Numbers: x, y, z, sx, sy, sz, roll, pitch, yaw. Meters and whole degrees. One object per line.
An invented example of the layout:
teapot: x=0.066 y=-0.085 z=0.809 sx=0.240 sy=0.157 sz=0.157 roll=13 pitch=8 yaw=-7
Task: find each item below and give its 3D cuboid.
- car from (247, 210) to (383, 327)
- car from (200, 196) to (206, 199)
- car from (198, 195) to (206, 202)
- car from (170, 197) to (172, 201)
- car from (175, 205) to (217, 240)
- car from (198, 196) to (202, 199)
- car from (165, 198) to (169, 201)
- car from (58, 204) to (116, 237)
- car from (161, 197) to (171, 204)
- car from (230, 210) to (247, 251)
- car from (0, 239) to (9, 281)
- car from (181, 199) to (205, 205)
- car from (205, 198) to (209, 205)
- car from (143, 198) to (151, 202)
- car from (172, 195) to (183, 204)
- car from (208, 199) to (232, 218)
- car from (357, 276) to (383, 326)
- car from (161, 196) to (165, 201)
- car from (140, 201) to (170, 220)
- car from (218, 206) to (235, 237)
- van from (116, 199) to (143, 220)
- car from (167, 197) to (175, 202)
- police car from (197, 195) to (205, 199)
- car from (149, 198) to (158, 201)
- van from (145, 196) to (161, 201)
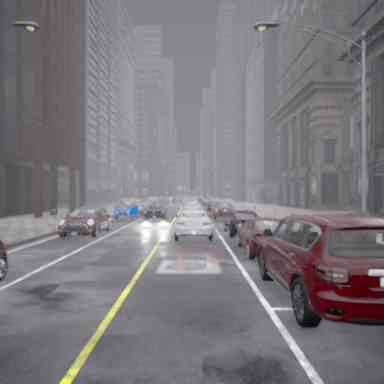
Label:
car: x=2.756 y=1.350 z=7.016 sx=2.192 sy=1.841 sz=5.009 roll=0 pitch=0 yaw=0
car: x=2.736 y=1.870 z=57.741 sx=1.802 sy=1.307 sz=4.206 roll=0 pitch=0 yaw=0
car: x=2.720 y=1.791 z=91.559 sx=2.192 sy=1.841 sz=5.009 roll=0 pitch=0 yaw=0
car: x=-5.794 y=1.913 z=69.004 sx=1.947 sy=1.339 sz=4.313 roll=0 pitch=0 yaw=0
car: x=0.077 y=1.609 z=17.310 sx=1.812 sy=1.442 sz=4.674 roll=0 pitch=0 yaw=0
car: x=2.731 y=1.930 z=69.013 sx=1.802 sy=1.307 sz=4.206 roll=0 pitch=0 yaw=0
car: x=-5.790 y=1.603 z=57.733 sx=2.192 sy=1.841 sz=5.009 roll=0 pitch=0 yaw=0
car: x=-5.773 y=1.528 z=18.276 sx=1.967 sy=1.590 sz=4.097 roll=0 pitch=0 yaw=0
car: x=-5.797 y=1.929 z=74.641 sx=2.008 sy=1.369 sz=4.403 roll=0 pitch=0 yaw=0
car: x=2.755 y=1.606 z=12.652 sx=1.887 sy=1.381 sz=4.507 roll=0 pitch=0 yaw=0
car: x=-5.768 y=1.474 z=7.003 sx=1.967 sy=1.590 sz=4.097 roll=0 pitch=0 yaw=0
car: x=0.084 y=1.685 z=32.877 sx=1.812 sy=1.442 sz=4.674 roll=0 pitch=0 yaw=0
car: x=2.743 y=1.766 z=40.832 sx=1.947 sy=1.339 sz=4.313 roll=0 pitch=0 yaw=0
car: x=-5.780 y=1.695 z=35.016 sx=1.752 sy=1.417 sz=4.829 roll=0 pitch=0 yaw=0
car: x=-3.029 y=1.562 z=70.551 sx=2.150 sy=2.045 sz=5.566 roll=0 pitch=0 yaw=0
car: x=2.747 y=1.583 z=29.560 sx=1.967 sy=1.590 sz=4.097 roll=0 pitch=0 yaw=0
car: x=2.759 y=1.574 z=1.379 sx=1.947 sy=1.339 sz=4.313 roll=0 pitch=0 yaw=0
car: x=-5.788 y=1.698 z=52.095 sx=1.967 sy=1.590 sz=4.097 roll=0 pitch=0 yaw=0
car: x=-3.112 y=1.743 z=29.536 sx=1.895 sy=1.301 sz=4.718 roll=0 pitch=0 yaw=0
car: x=2.752 y=1.655 z=18.288 sx=1.947 sy=1.339 sz=4.313 roll=0 pitch=0 yaw=0
van: x=-5.778 y=1.484 z=29.550 sx=1.690 sy=1.788 sz=3.998 roll=0 pitch=0 yaw=0
car: x=-5.804 y=1.999 z=91.381 sx=1.752 sy=1.417 sz=4.829 roll=0 pitch=0 yaw=0
police car: x=2.332 y=1.843 z=81.649 sx=1.930 sy=1.638 sz=5.238 roll=0 pitch=0 yaw=0
car: x=-5.782 y=1.750 z=40.821 sx=2.008 sy=1.369 sz=4.403 roll=0 pitch=0 yaw=0
van: x=-5.786 y=1.570 z=46.459 sx=1.690 sy=1.788 sz=3.998 roll=0 pitch=0 yaw=0
